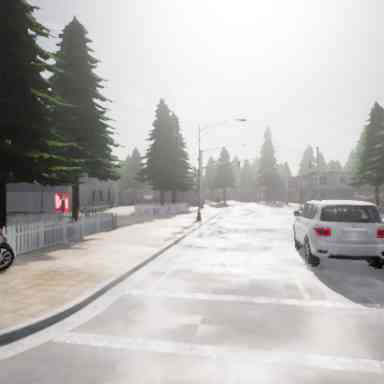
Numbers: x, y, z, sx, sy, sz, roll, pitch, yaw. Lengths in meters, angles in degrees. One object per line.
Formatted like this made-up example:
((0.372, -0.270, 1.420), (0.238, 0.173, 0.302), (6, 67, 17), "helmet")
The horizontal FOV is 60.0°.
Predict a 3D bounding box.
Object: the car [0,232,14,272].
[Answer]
((-5.717, 1.219, 7.265), (2.097, 1.767, 4.553), (1, -1, -12), "car")

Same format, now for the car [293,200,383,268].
((4.968, 1.293, 11.809), (2.150, 2.045, 5.566), (0, 0, 10), "car")
